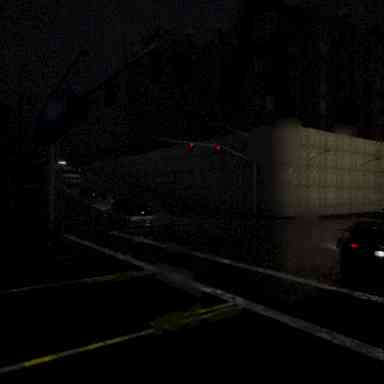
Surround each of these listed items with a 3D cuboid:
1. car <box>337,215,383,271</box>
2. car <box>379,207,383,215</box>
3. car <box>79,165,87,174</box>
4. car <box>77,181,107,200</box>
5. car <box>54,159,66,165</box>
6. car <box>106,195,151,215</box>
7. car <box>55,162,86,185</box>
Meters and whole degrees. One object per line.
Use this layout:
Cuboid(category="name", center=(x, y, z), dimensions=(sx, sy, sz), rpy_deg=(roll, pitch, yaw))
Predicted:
Cuboid(category="car", center=(5.864, 1.638, 10.738), dimensions=(1.994, 1.385, 4.181), rpy_deg=(1, 0, 24))
Cuboid(category="car", center=(18.995, 1.729, 30.445), dimensions=(4.892, 1.490, 1.837), rpy_deg=(0, 0, -35))
Cuboid(category="car", center=(-19.137, -3.861, 55.755), dimensions=(2.128, 1.511, 4.902), rpy_deg=(0, 12, -36))
Cuboid(category="car", center=(-11.500, 0.013, 38.758), dimensions=(1.895, 1.301, 4.718), rpy_deg=(0, 9, -36))
Cuboid(category="car", center=(-25.812, -5.762, 64.896), dimensions=(1.812, 1.442, 4.674), rpy_deg=(0, 5, -36))
Cuboid(category="car", center=(-5.739, 1.195, 30.720), dimensions=(2.033, 1.411, 5.357), rpy_deg=(0, 4, -36))
Cuboid(category="car", center=(-17.352, -2.385, 46.933), dimensions=(2.150, 2.045, 5.566), rpy_deg=(1, 12, -35))
